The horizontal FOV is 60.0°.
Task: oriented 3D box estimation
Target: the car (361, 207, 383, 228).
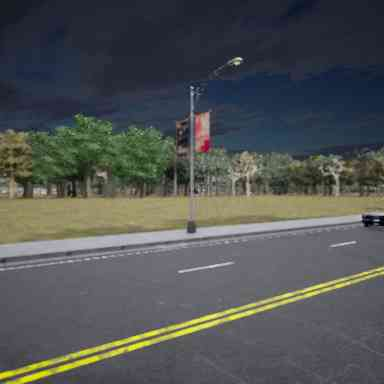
[{"bbox_3d":[12.476,1.544,20.562,4.718,1.301,1.895,0,0,-35],"label":"car"}]
